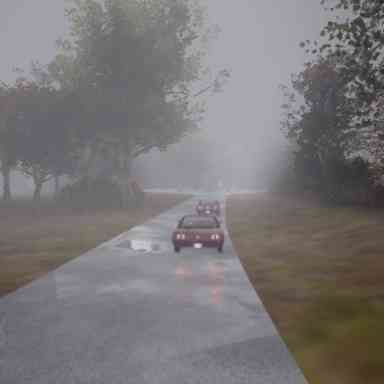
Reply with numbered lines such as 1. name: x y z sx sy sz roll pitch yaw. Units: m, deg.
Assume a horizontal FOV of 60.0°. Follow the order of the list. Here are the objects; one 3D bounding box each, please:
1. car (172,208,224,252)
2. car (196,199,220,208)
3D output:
1. car: 0.324 1.576 13.936 1.895 1.301 4.718 0 1 3
2. car: 1.488 1.225 28.804 1.895 1.301 4.718 0 2 6
